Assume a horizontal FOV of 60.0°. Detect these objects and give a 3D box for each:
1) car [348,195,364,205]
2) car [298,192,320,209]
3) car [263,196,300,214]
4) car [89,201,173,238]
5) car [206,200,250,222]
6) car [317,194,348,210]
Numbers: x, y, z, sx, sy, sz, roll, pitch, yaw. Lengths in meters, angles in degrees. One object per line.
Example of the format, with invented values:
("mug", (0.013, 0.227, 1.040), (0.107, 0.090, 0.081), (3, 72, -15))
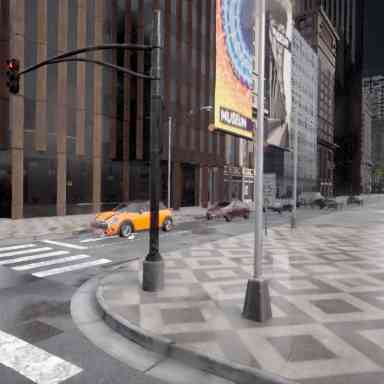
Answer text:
("car", (25.766, 1.280, 52.408), (1.837, 1.490, 4.892), (1, 1, 36))
("car", (15.103, 1.003, 42.759), (2.150, 2.045, 5.566), (1, 1, 35))
("car", (8.906, 1.372, 34.100), (2.033, 1.411, 5.357), (1, 1, 35))
("car", (-3.043, 1.257, 17.261), (2.097, 1.767, 4.553), (1, 1, 36))
("car", (2.897, 1.391, 25.616), (1.812, 1.442, 4.674), (1, 1, 36))
("car", (16.822, 1.345, 39.754), (1.837, 1.490, 4.892), (1, 0, 35))
